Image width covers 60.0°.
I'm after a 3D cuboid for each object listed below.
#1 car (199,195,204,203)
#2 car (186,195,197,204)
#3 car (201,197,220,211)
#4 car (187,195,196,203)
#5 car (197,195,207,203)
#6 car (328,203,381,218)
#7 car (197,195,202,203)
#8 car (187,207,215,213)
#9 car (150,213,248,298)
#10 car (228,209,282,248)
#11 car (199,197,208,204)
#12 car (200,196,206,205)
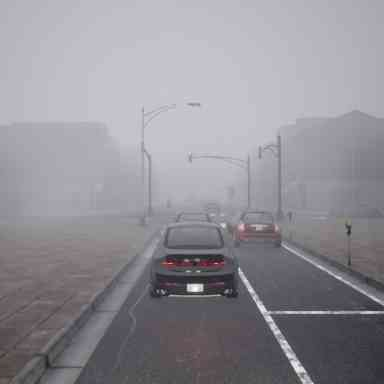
[{"bbox_3d":[2.535,1.703,52.706,1.752,1.417,4.829,1,0,0],"label":"car"},{"bbox_3d":[-0.151,1.570,72.208,2.150,2.045,5.566,0,-1,0],"label":"car"},{"bbox_3d":[2.560,1.672,41.662,1.947,1.339,4.313,1,0,0],"label":"car"},{"bbox_3d":[-0.188,1.676,82.617,2.150,2.045,5.566,0,-1,0],"label":"car"},{"bbox_3d":[2.477,1.735,79.726,2.192,1.841,5.009,1,-1,0],"label":"car"},{"bbox_3d":[14.496,1.631,29.770,4.181,1.385,1.994,0,-2,0],"label":"car"},{"bbox_3d":[2.509,1.830,63.411,1.947,1.339,4.313,1,-1,0],"label":"car"},{"bbox_3d":[0.056,1.619,15.995,1.895,1.301,4.718,0,0,0],"label":"car"},{"bbox_3d":[0.020,1.512,8.519,1.837,1.490,4.892,0,0,-1],"label":"car"},{"bbox_3d":[2.626,1.457,14.915,1.967,1.590,4.097,2,0,0],"label":"car"},{"bbox_3d":[2.485,1.892,74.456,1.752,1.417,4.829,1,-1,0],"label":"car"},{"bbox_3d":[2.547,1.705,47.099,1.947,1.339,4.313,1,0,0],"label":"car"}]
